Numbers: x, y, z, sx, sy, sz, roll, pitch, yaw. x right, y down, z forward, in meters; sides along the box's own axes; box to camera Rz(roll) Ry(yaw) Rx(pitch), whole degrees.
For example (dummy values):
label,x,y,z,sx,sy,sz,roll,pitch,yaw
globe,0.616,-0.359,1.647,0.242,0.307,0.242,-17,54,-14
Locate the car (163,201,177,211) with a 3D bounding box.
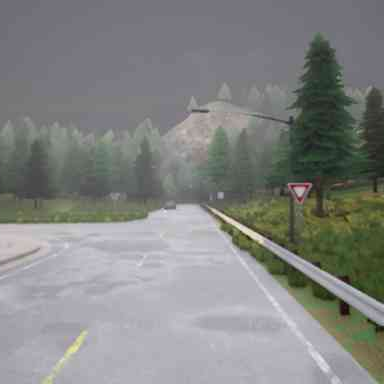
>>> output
label,x,y,z,sx,sy,sz,roll,pitch,yaw
car,-3.491,2.275,54.148,1.837,1.490,4.892,0,0,0
